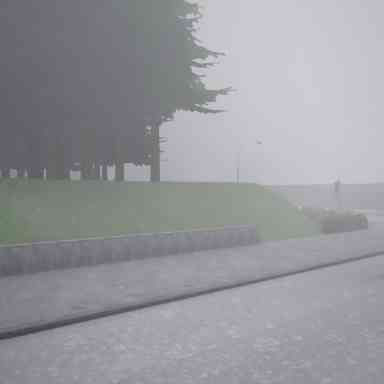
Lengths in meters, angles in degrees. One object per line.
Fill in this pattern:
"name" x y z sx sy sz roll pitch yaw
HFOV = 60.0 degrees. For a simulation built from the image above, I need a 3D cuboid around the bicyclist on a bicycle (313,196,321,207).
"bicyclist on a bicycle" 14.921 1.349 39.633 1.656 1.620 0.582 0 0 -35
